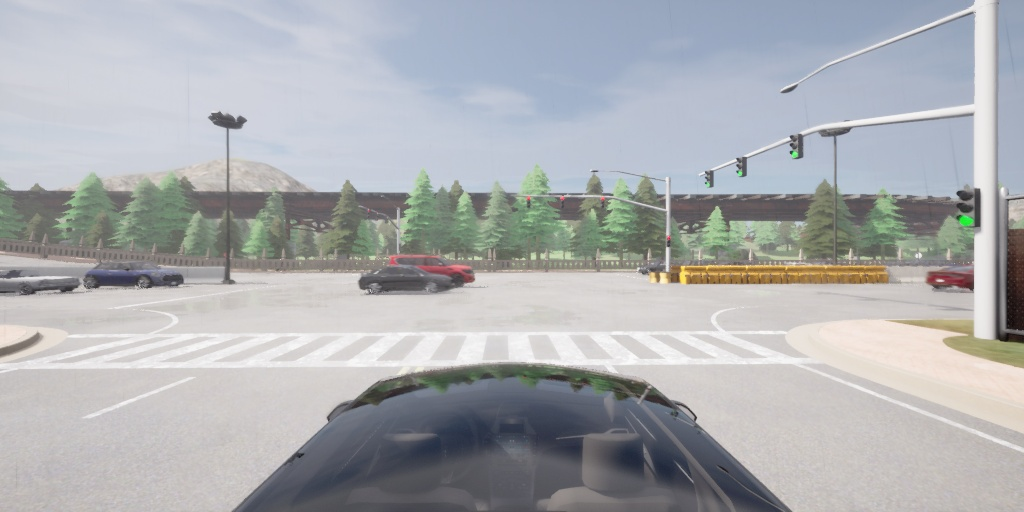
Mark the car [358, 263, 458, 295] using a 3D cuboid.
[{"bbox_3d":[-5.594,1.255,19.093,4.892,1.490,1.837,0,0,-2],"label":"car"}]

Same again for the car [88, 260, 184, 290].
[{"bbox_3d":[-23.114,1.094,22.053,4.553,1.767,2.097,0,0,-2],"label":"car"}]

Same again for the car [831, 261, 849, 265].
[{"bbox_3d":[30.016,1.241,34.404,4.902,1.511,2.128,0,0,-2],"label":"car"}]

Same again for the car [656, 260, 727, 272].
[{"bbox_3d":[15.184,1.102,30.445,4.553,1.767,2.097,0,0,-2],"label":"car"}]

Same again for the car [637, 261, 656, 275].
[{"bbox_3d":[15.576,1.241,37.460,4.902,1.511,2.128,0,0,-2],"label":"car"}]

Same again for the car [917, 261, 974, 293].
[{"bbox_3d":[26.355,1.227,20.086,5.008,1.535,1.882,0,0,-2],"label":"car"}]

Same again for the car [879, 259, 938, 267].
[{"bbox_3d":[33.219,1.255,31.001,4.892,1.490,1.837,0,0,-2],"label":"car"}]

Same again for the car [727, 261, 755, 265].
[{"bbox_3d":[20.519,1.255,34.112,4.892,1.490,1.837,0,0,-2],"label":"car"}]

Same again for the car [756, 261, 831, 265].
[{"bbox_3d":[24.013,1.276,30.701,4.674,1.442,1.812,0,0,-2],"label":"car"}]

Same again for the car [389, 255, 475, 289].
[{"bbox_3d":[-5.154,0.970,22.608,5.566,2.045,2.150,0,0,-2],"label":"car"}]

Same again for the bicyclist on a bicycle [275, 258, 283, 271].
[{"bbox_3d":[-28.452,1.041,43.882,0.582,1.620,1.656,0,0,-2],"label":"bicyclist on a bicycle"}]

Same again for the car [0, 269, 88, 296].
[{"bbox_3d":[-25.508,1.342,18.477,4.718,1.301,1.895,0,0,-2],"label":"car"}]
